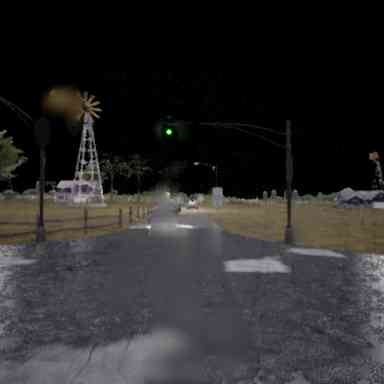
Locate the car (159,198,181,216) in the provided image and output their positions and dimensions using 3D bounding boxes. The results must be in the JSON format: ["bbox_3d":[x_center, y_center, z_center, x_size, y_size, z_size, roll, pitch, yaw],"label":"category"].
[{"bbox_3d":[-2.747,1.783,40.039,2.150,2.045,5.566,0,-1,-1],"label":"car"}]

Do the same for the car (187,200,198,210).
[{"bbox_3d":[0.076,2.410,58.322,2.033,1.411,5.357,0,-1,0],"label":"car"}]

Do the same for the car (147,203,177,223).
[{"bbox_3d":[-2.741,1.949,29.663,2.033,1.411,5.357,0,-1,1],"label":"car"}]

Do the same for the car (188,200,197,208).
[{"bbox_3d":[0.070,2.480,68.795,1.812,1.442,4.674,0,-1,0],"label":"car"}]
